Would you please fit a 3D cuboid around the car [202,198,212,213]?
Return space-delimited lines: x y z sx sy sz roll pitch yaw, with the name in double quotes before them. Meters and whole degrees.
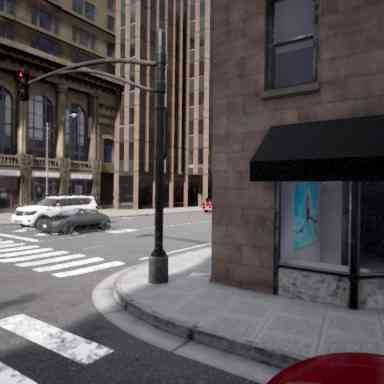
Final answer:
"car" 3.399 1.444 39.459 2.150 2.045 5.566 1 0 35

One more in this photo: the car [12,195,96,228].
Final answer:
"car" -8.799 1.261 22.065 2.150 2.045 5.566 1 0 35

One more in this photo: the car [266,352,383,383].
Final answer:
"car" 2.359 1.546 1.291 4.507 1.381 1.887 0 1 35

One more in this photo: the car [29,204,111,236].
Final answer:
"car" -6.714 1.644 19.279 1.994 1.385 4.181 1 0 33
